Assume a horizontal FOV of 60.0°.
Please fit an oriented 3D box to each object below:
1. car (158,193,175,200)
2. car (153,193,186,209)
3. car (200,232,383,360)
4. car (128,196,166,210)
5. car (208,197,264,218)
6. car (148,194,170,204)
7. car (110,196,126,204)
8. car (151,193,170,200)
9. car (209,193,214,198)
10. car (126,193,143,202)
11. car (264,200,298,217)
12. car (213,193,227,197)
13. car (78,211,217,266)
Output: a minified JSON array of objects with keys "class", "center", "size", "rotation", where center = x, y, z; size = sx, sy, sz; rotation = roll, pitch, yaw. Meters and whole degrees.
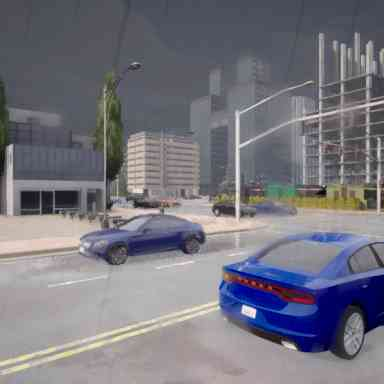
[{"class":"car","center":[-6.711,1.156,87.142],"size":[3.866,1.878,1.905],"rotation":[0,0,-38]},{"class":"car","center":[-3.353,1.351,46.256],"size":[2.097,1.767,4.553],"rotation":[0,0,-36]},{"class":"car","center":[2.715,1.478,6.075],"size":[5.008,1.535,1.882],"rotation":[0,0,-38]},{"class":"car","center":[-5.987,1.547,43.923],"size":[2.033,1.411,5.357],"rotation":[0,0,-36]},{"class":"car","center":[3.862,1.503,30.420],"size":[1.837,1.490,4.892],"rotation":[0,1,-36]},{"class":"car","center":[-6.246,1.352,62.435],"size":[2.097,1.767,4.553],"rotation":[0,0,-36]},{"class":"car","center":[-14.661,1.541,61.918],"size":[1.812,1.442,4.674],"rotation":[0,0,-36]},{"class":"car","center":[-8.433,1.153,89.468],"size":[4.605,1.855,1.932],"rotation":[0,0,-38]},{"class":"car","center":[5.287,1.156,71.613],"size":[3.866,1.878,1.905],"rotation":[0,0,-38]},{"class":"car","center":[-12.114,1.225,70.328],"size":[2.150,2.045,5.566],"rotation":[0,0,-36]},{"class":"car","center":[7.655,1.526,31.320],"size":[1.812,1.442,4.674],"rotation":[0,0,-38]},{"class":"car","center":[7.044,1.395,69.312],"size":[3.806,1.475,1.970],"rotation":[0,0,-38]},{"class":"car","center":[-1.564,1.526,11.714],"size":[4.674,1.442,1.812],"rotation":[0,0,-38]}]
